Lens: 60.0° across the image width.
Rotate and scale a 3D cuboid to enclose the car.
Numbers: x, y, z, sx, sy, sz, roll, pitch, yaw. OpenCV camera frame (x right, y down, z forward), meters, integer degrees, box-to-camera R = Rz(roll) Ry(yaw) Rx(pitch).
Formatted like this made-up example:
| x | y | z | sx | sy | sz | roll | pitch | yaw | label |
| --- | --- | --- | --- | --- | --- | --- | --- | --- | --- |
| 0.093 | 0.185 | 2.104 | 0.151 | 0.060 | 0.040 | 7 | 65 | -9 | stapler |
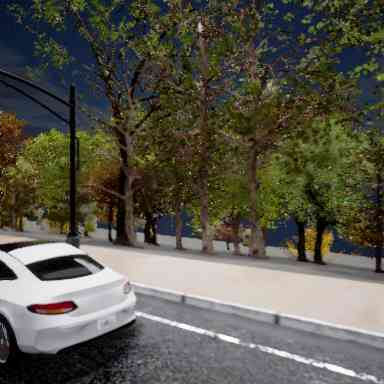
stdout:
| x | y | z | sx | sy | sz | roll | pitch | yaw | label |
| --- | --- | --- | --- | --- | --- | --- | --- | --- | --- |
| -2.993 | 1.592 | 5.824 | 4.674 | 1.442 | 1.812 | -1 | 0 | 37 | car |
